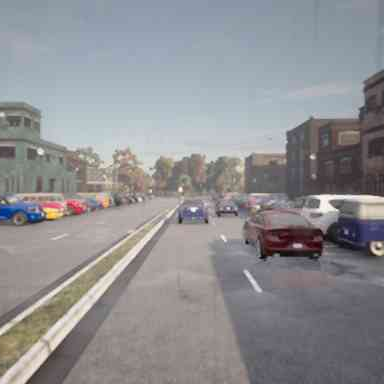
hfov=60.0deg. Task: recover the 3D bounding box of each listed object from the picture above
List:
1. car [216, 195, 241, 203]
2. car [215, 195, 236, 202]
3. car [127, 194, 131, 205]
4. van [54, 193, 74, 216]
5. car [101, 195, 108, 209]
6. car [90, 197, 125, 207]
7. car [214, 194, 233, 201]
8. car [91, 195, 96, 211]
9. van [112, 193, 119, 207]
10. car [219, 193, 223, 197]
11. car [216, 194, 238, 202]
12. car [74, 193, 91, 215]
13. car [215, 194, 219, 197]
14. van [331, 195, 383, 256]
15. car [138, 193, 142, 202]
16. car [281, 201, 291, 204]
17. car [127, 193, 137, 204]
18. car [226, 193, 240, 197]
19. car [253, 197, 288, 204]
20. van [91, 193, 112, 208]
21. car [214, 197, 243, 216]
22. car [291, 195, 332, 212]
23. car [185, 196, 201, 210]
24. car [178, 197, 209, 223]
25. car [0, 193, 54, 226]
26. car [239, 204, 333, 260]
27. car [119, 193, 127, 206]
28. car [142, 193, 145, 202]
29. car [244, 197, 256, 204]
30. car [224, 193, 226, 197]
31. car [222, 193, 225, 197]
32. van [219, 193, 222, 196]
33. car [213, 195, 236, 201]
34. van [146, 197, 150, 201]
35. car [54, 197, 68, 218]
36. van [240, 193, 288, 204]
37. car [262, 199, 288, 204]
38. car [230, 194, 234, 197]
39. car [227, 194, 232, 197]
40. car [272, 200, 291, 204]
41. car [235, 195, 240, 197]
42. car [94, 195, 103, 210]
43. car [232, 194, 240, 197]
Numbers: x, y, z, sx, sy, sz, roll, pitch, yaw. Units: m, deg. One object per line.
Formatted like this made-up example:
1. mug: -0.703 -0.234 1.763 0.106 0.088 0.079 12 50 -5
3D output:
1. car: 7.630 1.422 69.951 4.892 1.521 2.231 0 0 0
2. car: 7.620 1.465 75.471 4.674 1.452 2.002 0 0 0
3. car: -12.545 1.415 52.306 4.674 1.452 2.002 0 0 0
4. van: -12.445 1.136 27.360 4.442 1.987 1.878 0 0 0
5. car: -12.553 1.396 38.351 4.674 1.452 2.002 0 0 0
6. car: -12.547 1.409 49.592 4.674 1.452 2.002 0 0 0
7. car: 7.590 1.296 80.989 4.553 1.767 2.185 0 0 0
8. car: -12.552 1.358 32.918 4.892 1.521 2.231 0 0 0
9. van: -12.436 1.134 44.033 4.442 1.987 1.878 0 0 0
10. car: 7.632 1.385 56.165 5.008 1.535 2.097 0 0 0
11. car: 7.592 1.299 72.713 4.553 1.767 2.185 0 0 0
12. car: -12.532 1.107 30.137 5.566 2.045 2.435 0 0 0
13. car: 7.440 1.396 61.680 5.366 1.575 1.946 0 0 0
14. van: 7.753 1.196 12.050 4.442 1.987 1.878 0 0 0
15. car: -12.573 1.148 60.710 5.566 2.045 2.435 0 0 0
16. car: 7.641 1.401 17.565 5.008 1.535 2.097 0 0 0
17. car: -12.518 1.131 55.025 5.566 2.045 2.435 0 0 0
18. car: 7.597 1.245 47.893 4.553 1.767 2.185 0 0 0
19. car: 7.627 1.381 25.838 4.892 1.521 2.231 0 0 0
20. van: -12.671 1.132 41.256 4.442 1.987 1.878 0 0 0
21. car: 3.098 1.440 30.692 2.033 1.411 5.357 0 0 0
22. car: 7.665 1.159 14.808 5.566 2.045 2.435 0 0 0
23. car: 0.090 1.365 41.377 1.882 1.535 5.008 0 0 0
24. car: 0.094 1.255 24.709 2.097 1.767 4.553 0 0 0
25. car: -12.537 1.119 21.803 5.566 2.045 2.435 0 0 0
26. car: 3.108 1.419 12.235 1.882 1.535 5.008 0 0 0
27. car: -12.579 1.113 46.814 5.566 2.045 2.435 0 0 0
28. car: -12.535 1.417 66.142 5.008 1.535 2.097 0 0 0
29. car: 7.630 1.411 31.352 4.674 1.452 2.002 0 0 0
30. car: 7.659 1.249 50.651 4.553 1.767 2.185 0 0 0
31. car: 7.659 1.254 53.408 4.553 1.767 2.185 0 0 0
32. van: 7.509 1.166 58.923 4.442 1.987 1.878 0 0 0
33. car: 7.627 1.425 78.227 5.008 1.535 2.097 0 0 0
34. van: -12.419 1.213 74.482 4.442 1.987 1.878 0 0 0
35. car: -12.378 1.363 24.581 5.366 1.575 1.946 0 0 0
36. van: 7.514 1.143 33.985 4.442 1.987 1.878 0 0 0
37. car: 7.664 1.416 23.079 4.792 1.488 2.163 0 0 0
38. car: 7.624 1.368 42.379 4.892 1.521 2.231 0 0 0
39. car: 7.623 1.370 45.136 4.892 1.521 2.231 0 0 0
40. car: 7.638 1.433 20.323 4.674 1.452 2.002 0 0 0
41. car: 7.625 1.368 36.866 4.892 1.521 2.231 0 0 0
42. car: -12.528 1.385 35.697 4.792 1.488 2.163 0 0 0
43. car: 7.624 1.368 39.622 4.892 1.521 2.231 0 0 0
